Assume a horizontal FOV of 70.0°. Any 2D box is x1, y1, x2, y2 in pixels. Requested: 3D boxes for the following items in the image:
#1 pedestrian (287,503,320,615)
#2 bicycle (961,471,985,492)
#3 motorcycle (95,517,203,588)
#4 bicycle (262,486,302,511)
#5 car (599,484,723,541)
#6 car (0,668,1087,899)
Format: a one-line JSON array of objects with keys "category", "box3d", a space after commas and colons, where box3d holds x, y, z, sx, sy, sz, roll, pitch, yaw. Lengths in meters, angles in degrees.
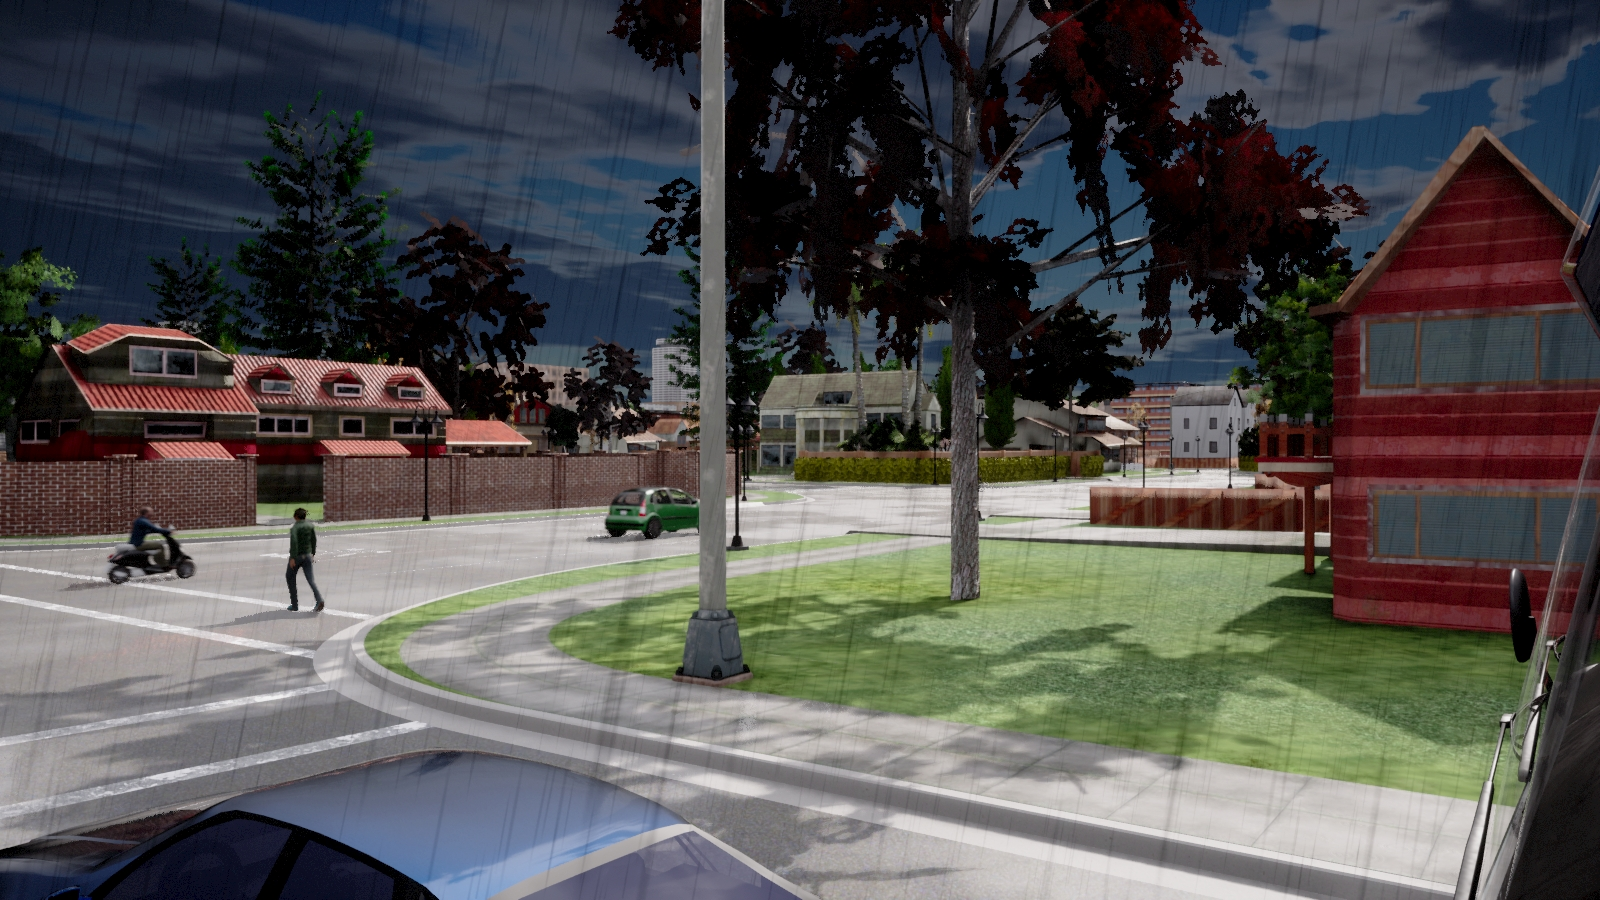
[{"category": "pedestrian", "box3d": [-8.476, 1.848, 19.504, 0.375, 1.860, 0.375, 0, 0, 32]}, {"category": "bicycle", "box3d": [11.332, 2.069, 74.892, 1.487, 1.301, 0.859, 0, -2, -1]}, {"category": "motorcycle", "box3d": [-13.743, 2.133, 24.158, 0.856, 1.341, 1.805, 0, -1, 39]}, {"category": "bicycle", "box3d": [-24.279, 2.256, 53.587, 0.859, 1.080, 1.487, 0, 0, 34]}, {"category": "car", "box3d": [-4.472, 1.999, 37.281, 1.851, 1.617, 3.988, 0, 0, 34]}, {"category": "car", "box3d": [-1.713, 2.106, 4.943, 5.357, 1.411, 2.033, 0, 0, 36]}]
